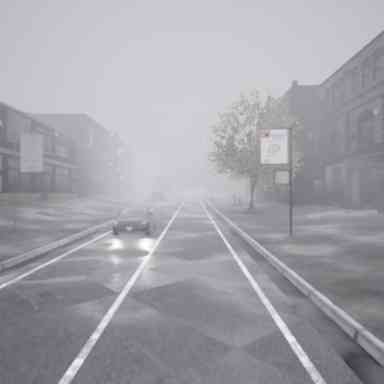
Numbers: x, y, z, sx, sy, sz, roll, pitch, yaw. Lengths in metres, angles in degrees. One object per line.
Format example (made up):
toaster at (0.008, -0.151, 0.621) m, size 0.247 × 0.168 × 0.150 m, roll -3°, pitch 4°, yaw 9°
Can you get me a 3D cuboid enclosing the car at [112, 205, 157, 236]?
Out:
car at (-3.000, 1.464, 18.140) m, size 1.812 × 1.442 × 4.674 m, roll 0°, pitch 0°, yaw 0°
